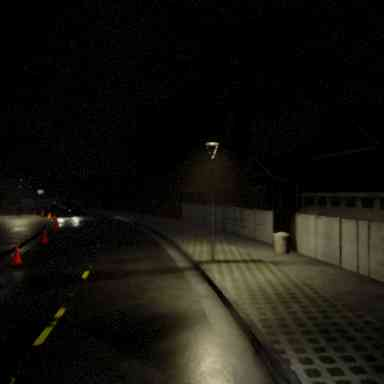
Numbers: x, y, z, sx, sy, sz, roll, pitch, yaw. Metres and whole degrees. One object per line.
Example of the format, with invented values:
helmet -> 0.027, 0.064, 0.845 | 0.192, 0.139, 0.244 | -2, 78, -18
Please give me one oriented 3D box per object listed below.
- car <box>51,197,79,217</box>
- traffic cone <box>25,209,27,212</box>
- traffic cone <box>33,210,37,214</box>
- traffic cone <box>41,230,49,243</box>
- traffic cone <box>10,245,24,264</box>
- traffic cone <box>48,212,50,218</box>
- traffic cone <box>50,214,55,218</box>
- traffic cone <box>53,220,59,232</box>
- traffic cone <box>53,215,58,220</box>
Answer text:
car -> -14.225, 1.610, 37.059 | 2.150, 2.045, 5.566 | 0, -1, -32
traffic cone -> -22.773, 2.470, 45.666 | 0.340, 0.580, 0.340 | 0, -1, -40
traffic cone -> -19.756, 2.421, 41.876 | 0.340, 0.580, 0.340 | 0, 0, -37
traffic cone -> -7.032, 2.134, 15.914 | 0.340, 0.580, 0.340 | 0, 0, -15
traffic cone -> -5.885, 2.090, 11.206 | 0.340, 0.580, 0.340 | 0, 0, -12
traffic cone -> -14.451, 2.323, 33.771 | 0.340, 0.580, 0.340 | 0, 0, -30
traffic cone -> -12.185, 2.274, 29.488 | 0.340, 0.580, 0.340 | 0, 0, -26
traffic cone -> -8.469, 2.179, 20.542 | 0.340, 0.580, 0.340 | 0, 0, -19
traffic cone -> -10.188, 2.226, 25.072 | 0.340, 0.580, 0.340 | 0, 0, -23
